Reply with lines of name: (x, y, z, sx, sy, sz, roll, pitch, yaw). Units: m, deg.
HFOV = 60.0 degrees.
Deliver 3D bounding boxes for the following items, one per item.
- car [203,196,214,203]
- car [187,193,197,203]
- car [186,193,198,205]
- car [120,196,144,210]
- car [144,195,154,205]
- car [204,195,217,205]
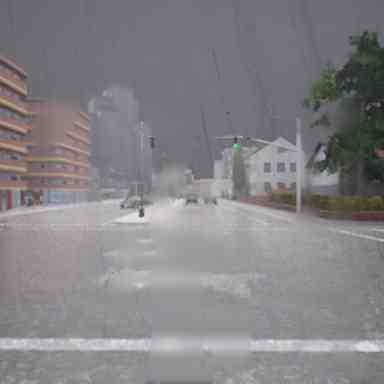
car: (3.489, 1.572, 72.309, 2.033, 1.411, 5.357, 0, 0, 0)
car: (-0.011, 1.258, 72.338, 2.150, 2.045, 5.566, 0, 0, 0)
car: (-0.009, 1.408, 62.278, 2.097, 1.767, 4.553, 0, 0, 0)
car: (-8.095, 1.531, 43.546, 2.128, 1.511, 4.902, 0, 0, 0)
car: (-8.054, 1.406, 59.173, 2.097, 1.767, 4.553, 0, 0, 0)
car: (3.491, 1.408, 62.279, 2.097, 1.767, 4.553, 0, 0, 0)
